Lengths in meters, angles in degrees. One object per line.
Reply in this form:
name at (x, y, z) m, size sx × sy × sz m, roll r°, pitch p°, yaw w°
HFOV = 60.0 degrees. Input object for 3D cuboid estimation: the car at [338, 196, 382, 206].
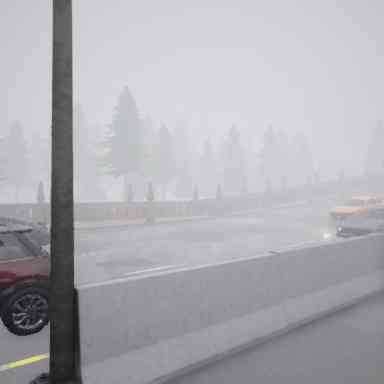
car at (10.539, 1.072, 20.892) m, size 5.008 × 1.535 × 1.882 m, roll -4°, pitch 2°, yaw -37°

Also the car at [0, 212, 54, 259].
car at (-7.462, 1.530, 11.521) m, size 4.674 × 1.442 × 1.812 m, roll 0°, pitch 0°, yaw -38°

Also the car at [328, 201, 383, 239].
car at (8.693, 1.382, 15.107) m, size 5.357 × 1.411 × 2.033 m, roll -3°, pitch 2°, yaw -37°

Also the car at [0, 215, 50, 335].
car at (-4.428, 1.352, 5.022) m, size 4.553 × 1.767 × 2.097 m, roll 0°, pitch 0°, yaw -38°
